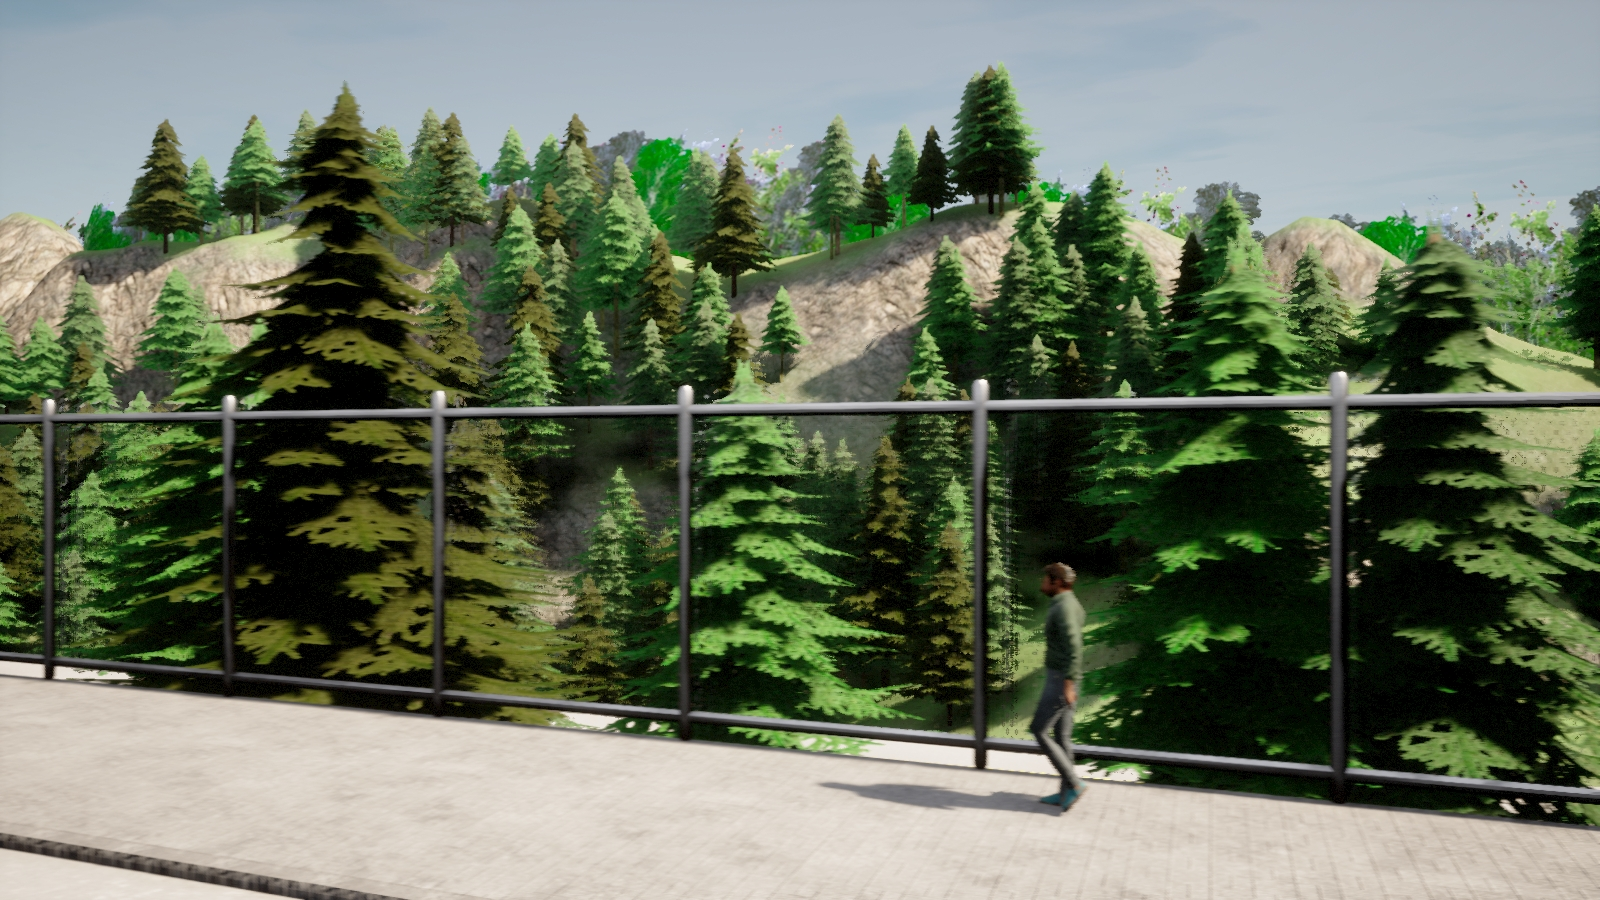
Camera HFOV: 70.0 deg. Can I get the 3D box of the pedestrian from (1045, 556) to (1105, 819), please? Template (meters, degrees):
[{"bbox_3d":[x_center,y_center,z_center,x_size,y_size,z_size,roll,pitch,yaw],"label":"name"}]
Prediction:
[{"bbox_3d":[2.056,1.745,8.532,0.375,1.860,0.375,0,0,23],"label":"pedestrian"}]
